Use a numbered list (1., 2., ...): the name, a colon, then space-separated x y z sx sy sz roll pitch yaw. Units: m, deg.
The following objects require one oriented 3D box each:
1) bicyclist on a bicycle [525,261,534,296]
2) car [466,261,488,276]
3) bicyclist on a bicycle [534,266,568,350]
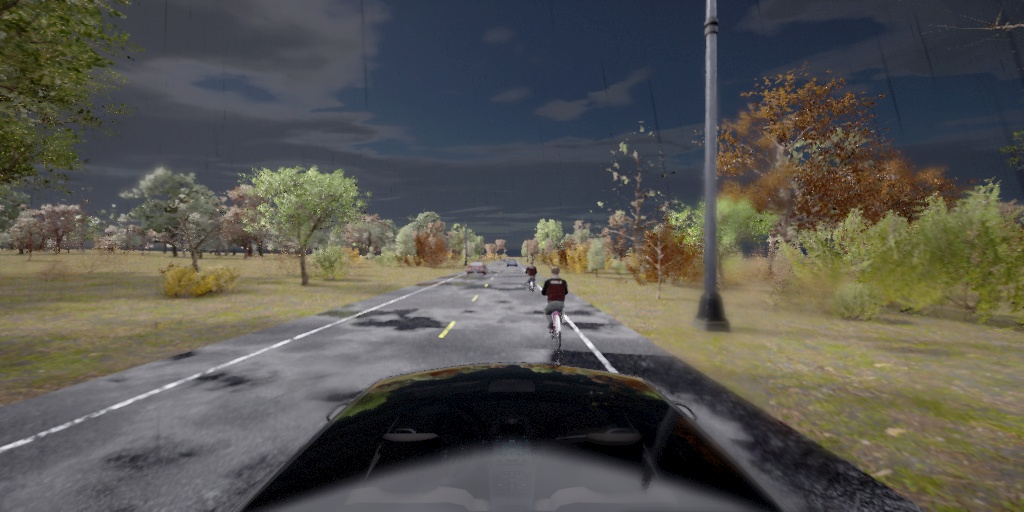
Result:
1. bicyclist on a bicycle: 0.959 1.121 17.895 0.659 1.776 1.843 0 0 0
2. car: -3.598 1.288 37.342 1.812 1.442 4.674 0 0 0
3. bicyclist on a bicycle: 0.961 1.120 8.154 0.659 1.776 1.843 0 0 0
